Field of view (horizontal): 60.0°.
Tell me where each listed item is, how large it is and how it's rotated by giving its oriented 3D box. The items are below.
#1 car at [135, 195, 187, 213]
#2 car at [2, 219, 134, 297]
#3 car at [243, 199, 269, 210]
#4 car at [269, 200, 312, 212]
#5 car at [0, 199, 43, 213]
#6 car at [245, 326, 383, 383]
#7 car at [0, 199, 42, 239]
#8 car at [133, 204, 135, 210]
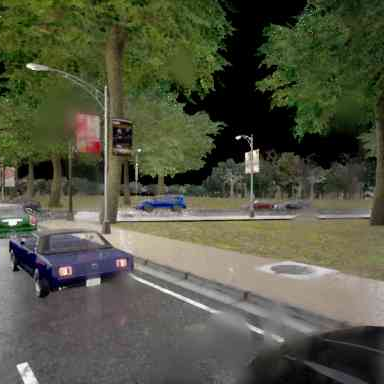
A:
[{"bbox_3d":[-3.384,1.353,38.463,5.566,2.045,2.150,0,0,-14],"label":"car"},{"bbox_3d":[-3.420,1.600,8.710,1.895,1.301,4.718,0,0,-38],"label":"car"},{"bbox_3d":[9.168,1.737,45.036,4.674,1.442,1.812,0,0,-14],"label":"car"},{"bbox_3d":[12.907,1.721,42.639,4.902,1.511,2.128,0,0,-14],"label":"car"},{"bbox_3d":[-19.775,1.546,37.808,4.892,1.490,1.837,1,1,-10],"label":"car"},{"bbox_3d":[2.357,1.478,1.241,1.882,1.535,5.008,0,0,-38],"label":"car"},{"bbox_3d":[-8.915,1.350,15.824,2.097,1.767,4.553,0,0,-38],"label":"car"},{"bbox_3d":[-4.881,1.615,41.431,4.902,1.511,2.128,0,0,-14],"label":"car"}]
